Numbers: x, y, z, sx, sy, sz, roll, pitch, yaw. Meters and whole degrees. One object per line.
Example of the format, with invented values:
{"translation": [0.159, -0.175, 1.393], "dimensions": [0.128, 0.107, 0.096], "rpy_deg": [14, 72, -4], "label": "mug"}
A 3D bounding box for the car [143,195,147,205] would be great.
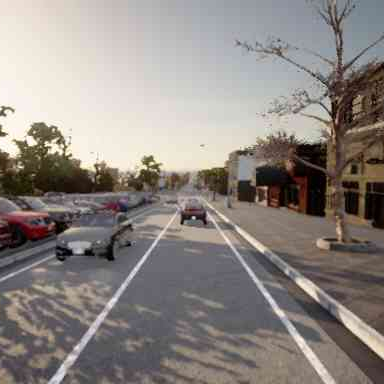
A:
{"translation": [-8.956, 1.461, 45.185], "dimensions": [4.792, 1.488, 2.163], "rpy_deg": [0, 0, 0], "label": "car"}

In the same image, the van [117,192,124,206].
{"translation": [-9.035, 1.236, 31.161], "dimensions": [4.442, 1.987, 1.878], "rpy_deg": [0, 0, 0], "label": "van"}

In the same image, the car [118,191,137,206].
{"translation": [-8.892, 1.209, 33.965], "dimensions": [5.566, 2.045, 2.435], "rpy_deg": [0, 0, 0], "label": "car"}

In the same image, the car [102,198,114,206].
{"translation": [-8.908, 1.465, 25.554], "dimensions": [4.892, 1.521, 2.231], "rpy_deg": [0, 0, 0], "label": "car"}

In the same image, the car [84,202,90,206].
{"translation": [-8.908, 1.506, 19.948], "dimensions": [4.674, 1.452, 2.002], "rpy_deg": [0, 0, 0], "label": "car"}

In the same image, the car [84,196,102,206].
{"translation": [-8.944, 1.339, 22.751], "dimensions": [4.553, 1.767, 2.185], "rpy_deg": [0, 0, 0], "label": "car"}

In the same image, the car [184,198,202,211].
{"translation": [0.129, 1.476, 41.687], "dimensions": [2.033, 1.411, 5.357], "rpy_deg": [0, 0, 0], "label": "car"}

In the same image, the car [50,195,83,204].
{"translation": [-22.021, 1.336, 58.380], "dimensions": [5.008, 1.535, 2.097], "rpy_deg": [0, 0, 0], "label": "car"}

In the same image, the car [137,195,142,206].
{"translation": [-8.930, 1.452, 39.574], "dimensions": [4.892, 1.521, 2.231], "rpy_deg": [0, 0, 0], "label": "car"}

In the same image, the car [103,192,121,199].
{"translation": [-22.068, 0.937, 91.685], "dimensions": [4.553, 1.767, 2.185], "rpy_deg": [0, 0, 0], "label": "car"}

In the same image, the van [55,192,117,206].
{"translation": [-9.033, 1.237, 28.358], "dimensions": [4.442, 1.987, 1.878], "rpy_deg": [0, 0, 0], "label": "van"}

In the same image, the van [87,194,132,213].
{"translation": [-9.038, 1.233, 36.766], "dimensions": [4.442, 1.987, 1.878], "rpy_deg": [0, 0, 0], "label": "van"}

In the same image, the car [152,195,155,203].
{"translation": [-8.927, 1.373, 53.597], "dimensions": [5.008, 1.535, 2.097], "rpy_deg": [0, 0, 0], "label": "car"}

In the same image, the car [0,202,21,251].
{"translation": [-8.874, 1.344, 11.538], "dimensions": [4.553, 1.767, 2.185], "rpy_deg": [0, 0, 0], "label": "car"}

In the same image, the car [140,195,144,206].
{"translation": [-8.923, 1.483, 42.377], "dimensions": [4.674, 1.452, 2.002], "rpy_deg": [0, 0, 0], "label": "car"}

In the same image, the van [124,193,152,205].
{"translation": [-9.051, 1.124, 56.398], "dimensions": [4.442, 1.987, 1.878], "rpy_deg": [0, 0, 0], "label": "van"}

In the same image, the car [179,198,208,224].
{"translation": [0.117, 1.484, 24.733], "dimensions": [1.837, 1.490, 4.892], "rpy_deg": [0, 0, 0], "label": "car"}

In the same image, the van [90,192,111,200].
{"translation": [-22.146, 0.926, 80.582], "dimensions": [4.442, 1.987, 1.878], "rpy_deg": [0, 0, 0], "label": "van"}

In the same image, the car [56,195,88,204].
{"translation": [-22.023, 1.313, 61.156], "dimensions": [5.008, 1.535, 2.097], "rpy_deg": [0, 0, 0], "label": "car"}

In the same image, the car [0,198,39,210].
{"translation": [-22.033, 1.477, 41.720], "dimensions": [4.792, 1.488, 2.163], "rpy_deg": [0, 0, 0], "label": "car"}

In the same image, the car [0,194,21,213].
{"translation": [-22.030, 1.210, 36.168], "dimensions": [5.566, 2.045, 2.435], "rpy_deg": [0, 0, 0], "label": "car"}

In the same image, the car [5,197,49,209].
{"translation": [-21.977, 1.468, 44.503], "dimensions": [4.792, 1.488, 2.163], "rpy_deg": [0, 0, 0], "label": "car"}

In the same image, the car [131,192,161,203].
{"translation": [-8.912, 1.029, 64.808], "dimensions": [5.566, 2.045, 2.435], "rpy_deg": [0, 0, 0], "label": "car"}

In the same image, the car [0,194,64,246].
{"translation": [-8.879, 1.217, 14.341], "dimensions": [5.566, 2.045, 2.435], "rpy_deg": [0, 0, 0], "label": "car"}

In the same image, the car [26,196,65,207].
{"translation": [-22.005, 1.402, 50.052], "dimensions": [5.008, 1.535, 2.097], "rpy_deg": [0, 0, 0], "label": "car"}

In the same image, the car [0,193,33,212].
{"translation": [-21.974, 1.204, 38.944], "dimensions": [5.566, 2.045, 2.435], "rpy_deg": [0, 0, 0], "label": "car"}

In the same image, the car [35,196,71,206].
{"translation": [-22.006, 1.383, 52.830], "dimensions": [4.892, 1.521, 2.231], "rpy_deg": [0, 0, 0], "label": "car"}

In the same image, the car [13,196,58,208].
{"translation": [-22.193, 1.417, 47.275], "dimensions": [5.366, 1.575, 1.946], "rpy_deg": [0, 0, 0], "label": "car"}

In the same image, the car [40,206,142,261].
{"translation": [-3.342, 1.484, 12.249], "dimensions": [2.128, 1.511, 4.902], "rpy_deg": [0, 0, 0], "label": "car"}

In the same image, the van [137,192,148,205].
{"translation": [-9.046, 1.188, 47.986], "dimensions": [4.442, 1.987, 1.878], "rpy_deg": [0, 0, 0], "label": "van"}

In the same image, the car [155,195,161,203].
{"translation": [-8.753, 1.300, 62.006], "dimensions": [5.366, 1.575, 1.946], "rpy_deg": [0, 0, 0], "label": "car"}

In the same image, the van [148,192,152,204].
{"translation": [-8.814, 1.169, 50.788], "dimensions": [4.442, 1.987, 1.878], "rpy_deg": [0, 0, 0], "label": "van"}

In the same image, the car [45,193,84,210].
{"translation": [-8.881, 1.216, 17.144], "dimensions": [5.566, 2.045, 2.435], "rpy_deg": [0, 0, 0], "label": "car"}

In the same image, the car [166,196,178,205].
{"translation": [-3.266, 1.383, 55.460], "dimensions": [1.812, 1.442, 4.674], "rpy_deg": [0, 0, 0], "label": "car"}
